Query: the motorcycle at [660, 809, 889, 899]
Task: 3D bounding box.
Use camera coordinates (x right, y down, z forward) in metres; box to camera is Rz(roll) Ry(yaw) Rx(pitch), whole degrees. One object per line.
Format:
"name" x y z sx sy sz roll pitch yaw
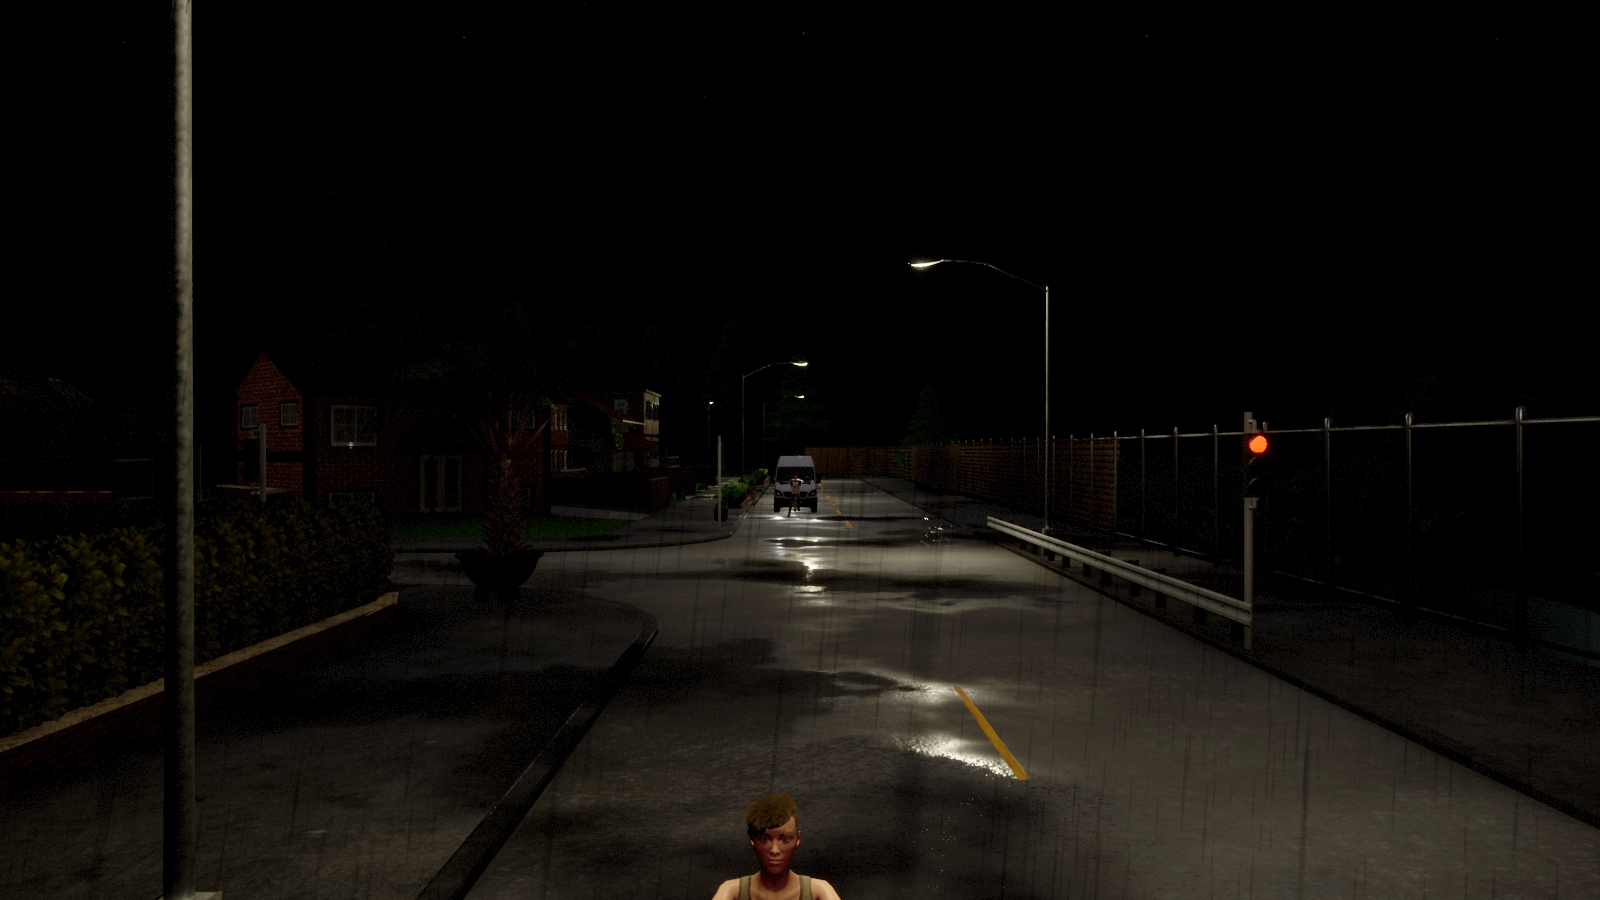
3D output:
"motorcycle" -0.084 2.157 3.590 0.764 1.307 2.356 0 0 -1
